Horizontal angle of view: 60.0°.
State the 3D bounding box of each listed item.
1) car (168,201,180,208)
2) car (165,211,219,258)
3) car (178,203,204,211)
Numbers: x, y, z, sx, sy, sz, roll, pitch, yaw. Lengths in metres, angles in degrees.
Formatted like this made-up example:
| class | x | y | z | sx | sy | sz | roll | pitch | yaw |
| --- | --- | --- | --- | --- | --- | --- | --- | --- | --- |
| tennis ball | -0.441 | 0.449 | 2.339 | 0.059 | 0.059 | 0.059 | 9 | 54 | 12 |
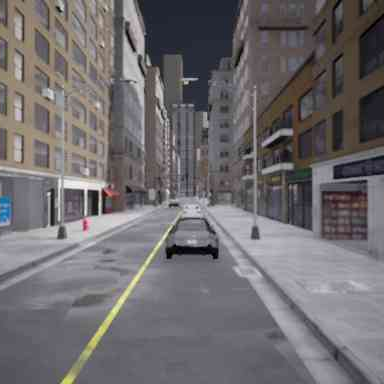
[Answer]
| class | x | y | z | sx | sy | sz | roll | pitch | yaw |
| --- | --- | --- | --- | --- | --- | --- | --- | --- | --- |
| car | -3.013 | 2.133 | 57.440 | 1.895 | 1.301 | 4.718 | 0 | -1 | 1 |
| car | 0.022 | 1.695 | 13.369 | 1.994 | 1.385 | 4.181 | 0 | 0 | 1 |
| car | 0.028 | 1.805 | 28.892 | 1.812 | 1.442 | 4.674 | 0 | 0 | 0 |
